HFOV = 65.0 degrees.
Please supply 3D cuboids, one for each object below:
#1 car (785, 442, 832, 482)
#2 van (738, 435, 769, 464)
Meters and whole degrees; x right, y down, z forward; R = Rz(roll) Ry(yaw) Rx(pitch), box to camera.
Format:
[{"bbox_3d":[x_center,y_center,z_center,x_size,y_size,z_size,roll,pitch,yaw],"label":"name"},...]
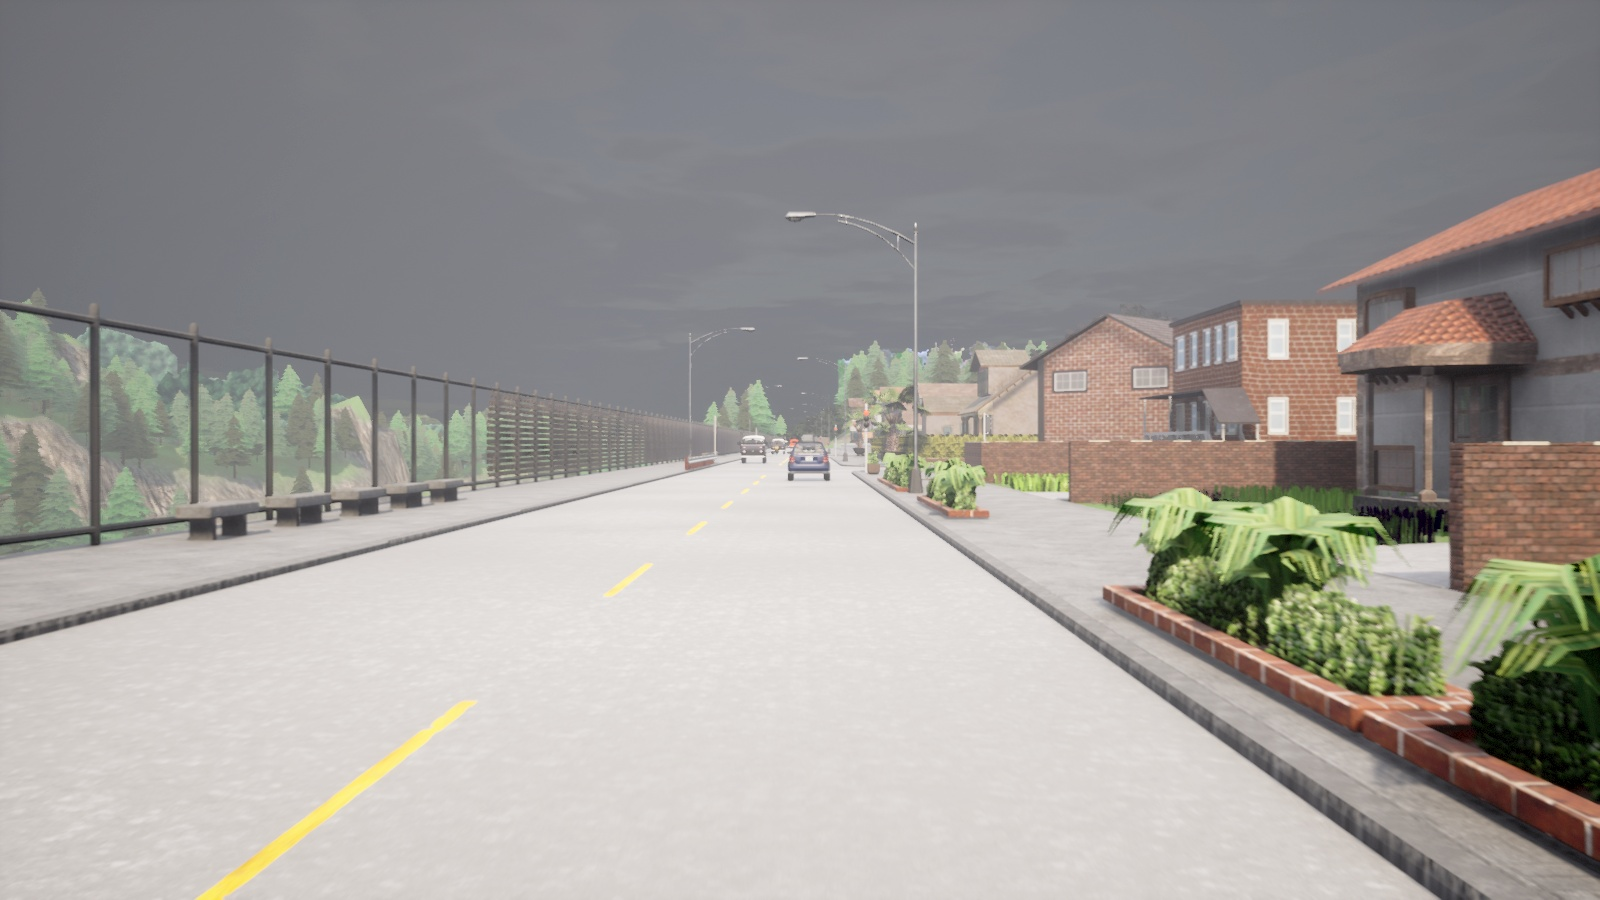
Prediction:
[{"bbox_3d":[0.343,0.443,50.153,1.789,1.549,3.705,0,0,0],"label":"car"},{"bbox_3d":[-3.385,-0.051,91.868,2.069,2.038,4.480,0,0,0],"label":"van"}]
